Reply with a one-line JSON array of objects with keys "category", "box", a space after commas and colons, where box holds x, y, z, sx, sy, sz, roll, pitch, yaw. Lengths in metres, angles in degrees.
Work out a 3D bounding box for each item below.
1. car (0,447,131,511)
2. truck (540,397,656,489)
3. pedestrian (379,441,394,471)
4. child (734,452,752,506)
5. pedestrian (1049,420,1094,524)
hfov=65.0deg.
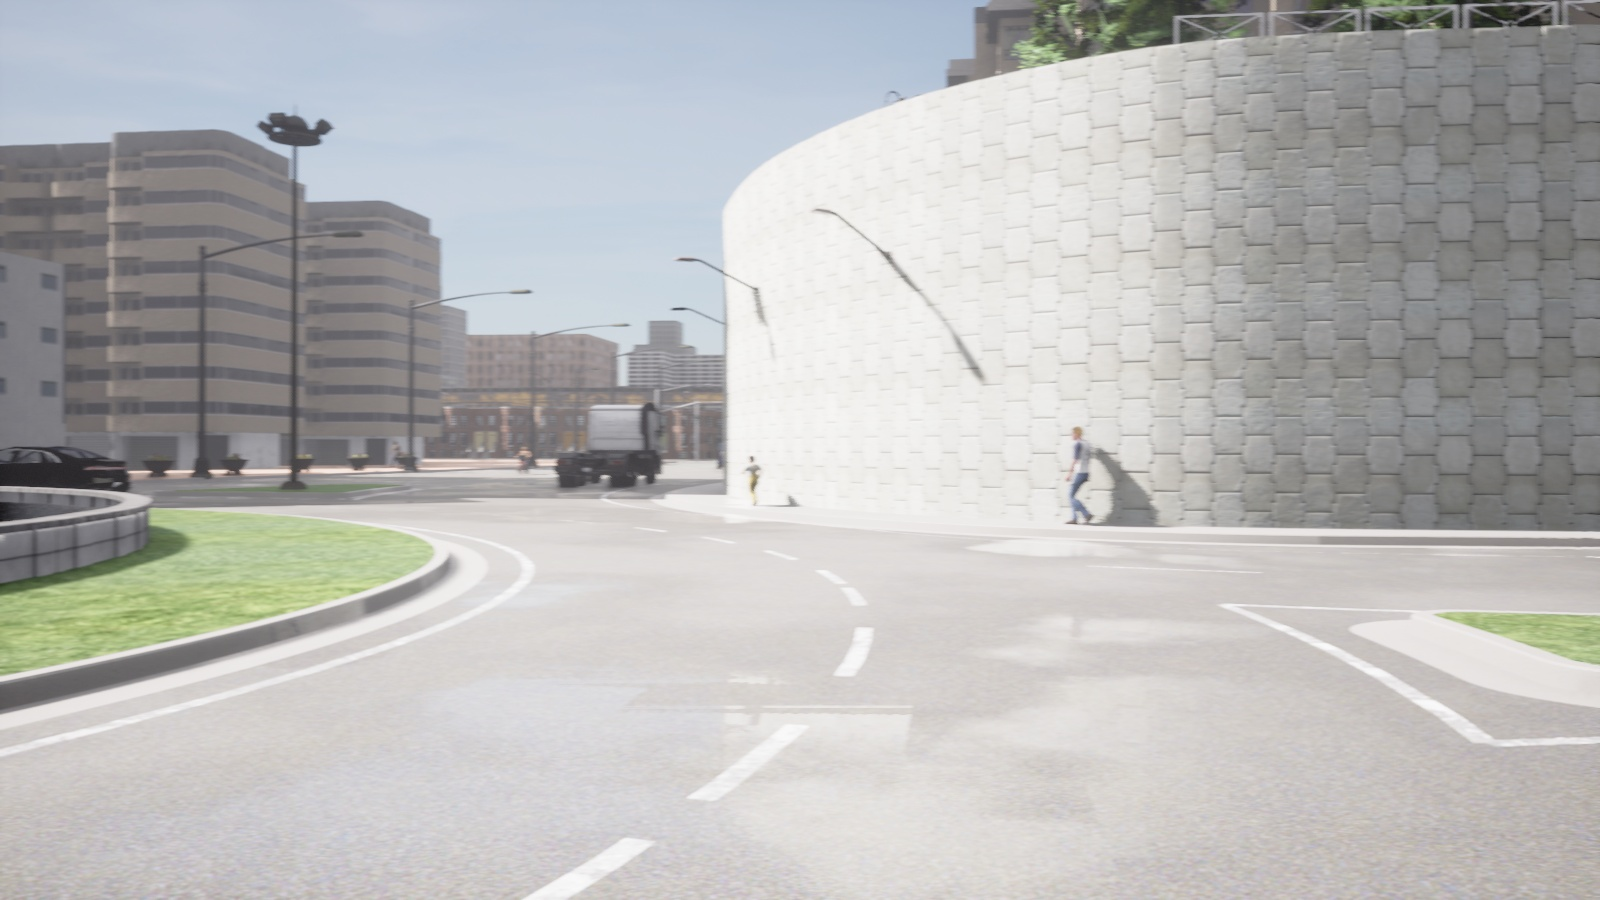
[{"category": "car", "box": [-19.664, 0.694, 31.374, 4.902, 1.511, 2.128, 0, 0, 8]}, {"category": "truck", "box": [-8.080, -0.254, 51.386, 2.891, 3.462, 7.936, 0, 0, 4]}, {"category": "pedestrian", "box": [-25.371, 0.379, 77.048, 0.328, 1.805, 0.869, 0, 0, 40]}, {"category": "child", "box": [-1.340, 0.668, 29.577, 0.270, 1.263, 0.437, 0, 0, -27]}, {"category": "pedestrian", "box": [4.839, 0.389, 22.415, 0.706, 1.836, 0.354, 0, 0, 35]}]
